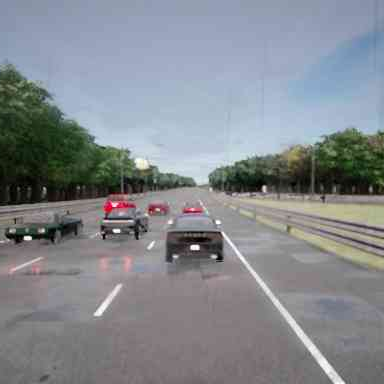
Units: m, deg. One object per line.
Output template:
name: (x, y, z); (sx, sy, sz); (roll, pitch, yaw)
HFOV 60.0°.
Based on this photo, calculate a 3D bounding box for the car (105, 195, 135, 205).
car: (-6.928, 1.297, 32.382); (2.150, 2.045, 5.566); (0, 0, 0)

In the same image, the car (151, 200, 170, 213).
car: (-3.431, 1.543, 34.827); (1.882, 1.535, 5.008); (0, 0, 0)

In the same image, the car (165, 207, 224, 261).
car: (0.089, 1.531, 12.506); (1.882, 1.535, 5.008); (0, 0, 0)

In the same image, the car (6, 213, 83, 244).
car: (-6.913, 1.667, 16.236); (1.895, 1.301, 4.718); (0, 0, 0)

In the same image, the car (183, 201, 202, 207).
car: (0.070, 1.635, 33.788); (1.994, 1.385, 4.181); (0, 0, 0)

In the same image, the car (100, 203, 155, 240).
car: (-3.416, 1.563, 17.534); (2.128, 1.511, 4.902); (0, 0, 0)
